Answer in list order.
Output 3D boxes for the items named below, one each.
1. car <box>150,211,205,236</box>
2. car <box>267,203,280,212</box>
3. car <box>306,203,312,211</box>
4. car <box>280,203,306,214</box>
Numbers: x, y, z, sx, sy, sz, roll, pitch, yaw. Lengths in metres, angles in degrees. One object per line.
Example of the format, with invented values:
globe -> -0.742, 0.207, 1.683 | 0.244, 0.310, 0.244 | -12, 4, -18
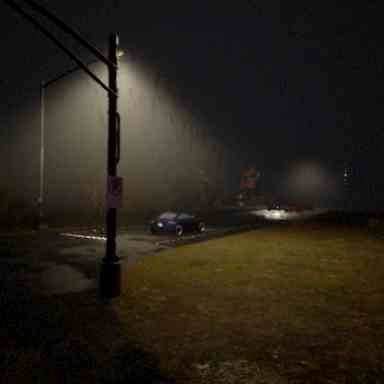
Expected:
car -> -0.847, 1.945, 21.451 | 1.994, 1.385, 4.181 | 0, -1, 31
car -> 13.632, 2.453, 53.685 | 1.895, 1.301, 4.718 | 0, -1, 28
car -> 19.490, 2.566, 57.238 | 1.895, 1.301, 4.718 | 0, -1, 27
car -> 14.837, 2.293, 48.499 | 1.882, 1.535, 5.008 | 0, -1, 29
